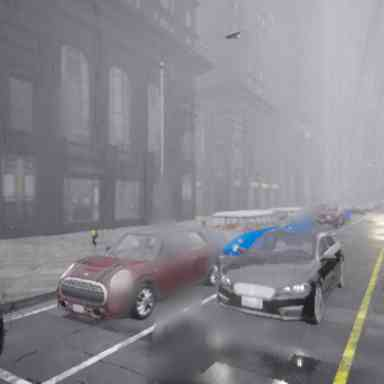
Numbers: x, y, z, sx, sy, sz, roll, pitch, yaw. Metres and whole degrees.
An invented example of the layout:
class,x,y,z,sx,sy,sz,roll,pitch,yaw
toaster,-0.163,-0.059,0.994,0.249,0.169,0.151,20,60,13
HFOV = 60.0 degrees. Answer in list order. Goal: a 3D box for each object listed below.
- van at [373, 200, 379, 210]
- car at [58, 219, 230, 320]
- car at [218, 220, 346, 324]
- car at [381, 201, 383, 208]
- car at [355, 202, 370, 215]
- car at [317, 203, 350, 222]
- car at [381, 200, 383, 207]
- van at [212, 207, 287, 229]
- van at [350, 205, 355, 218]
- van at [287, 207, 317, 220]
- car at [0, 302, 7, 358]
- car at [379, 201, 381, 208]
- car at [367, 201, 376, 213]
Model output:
class,x,y,z,sx,sy,sz,roll,pitch,yaw
van,34.944,2.657,64.970,1.690,1.788,3.998,-1,-2,32
car,-0.978,1.596,7.668,1.967,1.590,4.097,-1,-1,32
car,2.314,1.648,7.715,2.128,1.511,4.902,-1,-1,32
car,40.933,3.080,74.515,1.947,1.339,4.313,-1,-2,32
car,22.970,2.465,45.866,1.887,1.381,4.507,-1,-1,32
car,10.996,1.848,26.770,2.192,1.841,5.009,-1,-1,32
car,43.925,2.929,79.295,2.192,1.841,5.009,-1,-2,32
van,2.015,1.591,12.445,1.690,1.788,3.998,-1,-1,32
van,13.989,1.970,31.544,1.690,1.788,3.998,-1,-1,32
van,5.009,1.685,17.220,1.690,1.788,3.998,-1,-1,32
car,-3.971,1.629,2.890,1.947,1.339,4.313,-1,-1,32
car,37.939,2.981,69.740,1.947,1.339,4.313,-1,-2,32
car,28.958,2.683,55.415,1.947,1.339,4.313,-1,-2,32
